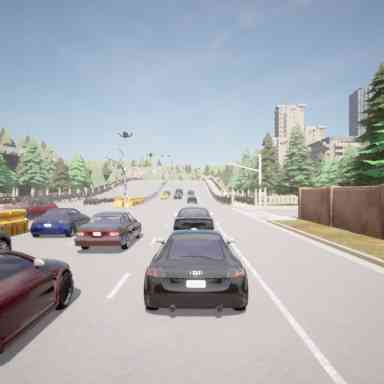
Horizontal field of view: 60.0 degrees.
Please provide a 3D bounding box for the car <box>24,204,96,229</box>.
[{"bbox_3d":[-6.918,1.564,17.972,1.994,1.385,4.181,0,0,0],"label":"car"}]

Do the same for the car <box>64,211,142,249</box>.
[{"bbox_3d":[-3.408,1.547,14.412,2.033,1.411,5.357,0,0,0],"label":"car"}]

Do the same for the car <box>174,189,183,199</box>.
[{"bbox_3d":[-3.692,0.903,86.930,2.097,1.767,4.553,0,3,0],"label":"car"}]

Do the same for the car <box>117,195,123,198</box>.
[{"bbox_3d":[-17.640,1.477,78.954,1.895,1.301,4.718,0,1,0],"label":"car"}]

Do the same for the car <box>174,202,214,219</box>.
[{"bbox_3d":[0.084,1.478,16.770,1.882,1.535,5.008,0,0,0],"label":"car"}]

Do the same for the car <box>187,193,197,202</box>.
[{"bbox_3d":[0.022,1.506,66.272,1.837,1.490,4.892,0,0,0],"label":"car"}]

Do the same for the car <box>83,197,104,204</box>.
[{"bbox_3d":[-17.617,1.564,58.642,1.994,1.385,4.181,0,0,0],"label":"car"}]

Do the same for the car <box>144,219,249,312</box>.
[{"bbox_3d":[0.088,1.564,7.780,1.994,1.385,4.181,0,0,1],"label":"car"}]

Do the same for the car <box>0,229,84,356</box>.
[{"bbox_3d":[-3.410,1.564,5.172,1.994,1.385,4.181,0,0,0],"label":"car"}]

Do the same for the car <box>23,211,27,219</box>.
[{"bbox_3d":[-6.907,1.491,9.131,2.128,1.511,4.902,0,0,0],"label":"car"}]

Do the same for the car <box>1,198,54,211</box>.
[{"bbox_3d":[-13.230,1.351,27.290,2.097,1.767,4.553,0,0,23],"label":"car"}]

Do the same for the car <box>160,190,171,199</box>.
[{"bbox_3d":[-7.192,1.024,86.944,1.882,1.535,5.008,0,3,0],"label":"car"}]

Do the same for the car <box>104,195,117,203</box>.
[{"bbox_3d":[-17.577,1.594,68.712,1.895,1.301,4.718,0,0,0],"label":"car"}]
